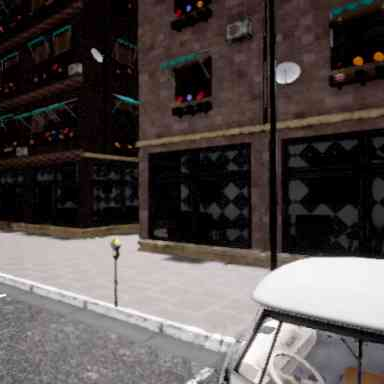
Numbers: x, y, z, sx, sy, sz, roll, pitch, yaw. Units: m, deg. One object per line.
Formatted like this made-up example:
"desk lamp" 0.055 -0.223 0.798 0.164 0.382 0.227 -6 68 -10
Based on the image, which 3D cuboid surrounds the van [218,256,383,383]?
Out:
"van" 1.948 1.344 1.457 3.998 1.788 1.690 -1 -1 36
